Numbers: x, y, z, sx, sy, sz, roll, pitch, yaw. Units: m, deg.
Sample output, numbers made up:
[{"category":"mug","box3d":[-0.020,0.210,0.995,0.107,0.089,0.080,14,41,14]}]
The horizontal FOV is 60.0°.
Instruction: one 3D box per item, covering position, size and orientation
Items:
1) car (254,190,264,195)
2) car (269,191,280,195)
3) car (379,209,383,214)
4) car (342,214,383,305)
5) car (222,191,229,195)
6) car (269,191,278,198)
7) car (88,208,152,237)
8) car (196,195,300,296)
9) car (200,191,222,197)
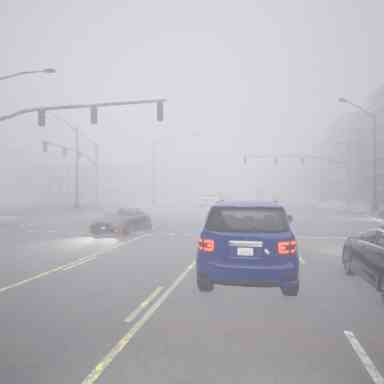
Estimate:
[{"category":"car","box3d":[15.302,0.904,75.471,1.994,1.385,4.181,0,1,11]},{"category":"car","box3d":[18.048,0.945,71.294,2.128,1.511,4.902,0,1,11]},{"category":"car","box3d":[17.306,1.563,26.450,4.181,1.385,1.994,0,0,8]},{"category":"car","box3d":[4.784,1.492,7.407,2.128,1.511,4.902,0,0,11]},{"category":"car","box3d":[4.547,0.926,57.667,2.150,2.045,5.566,0,1,11]},{"category":"car","box3d":[20.757,0.552,84.975,2.097,1.767,4.553,0,1,11]},{"category":"car","box3d":[-3.795,1.557,18.189,1.994,1.385,4.181,0,0,17]},{"category":"car","box3d":[1.517,1.221,8.930,2.150,2.045,5.566,0,0,11]},{"category":"car","box3d":[2.515,1.079,47.481,2.150,2.045,5.566,0,1,11]}]
